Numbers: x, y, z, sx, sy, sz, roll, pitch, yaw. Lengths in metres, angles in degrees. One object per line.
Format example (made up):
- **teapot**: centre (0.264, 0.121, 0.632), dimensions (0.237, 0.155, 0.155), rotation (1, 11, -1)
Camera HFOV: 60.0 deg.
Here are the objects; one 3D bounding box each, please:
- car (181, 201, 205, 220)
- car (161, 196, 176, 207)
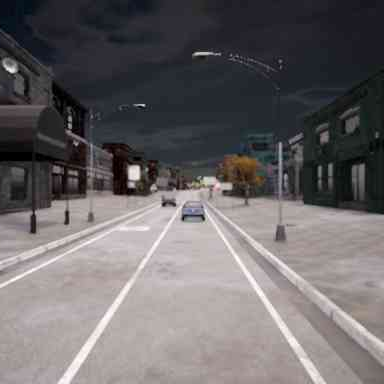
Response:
- **car**: centre (0.103, 1.415, 26.815), dimensions (2.033, 1.411, 5.357), rotation (0, 0, 0)
- **car**: centre (-3.086, 1.240, 45.175), dimensions (2.033, 1.411, 5.357), rotation (1, -1, 0)
